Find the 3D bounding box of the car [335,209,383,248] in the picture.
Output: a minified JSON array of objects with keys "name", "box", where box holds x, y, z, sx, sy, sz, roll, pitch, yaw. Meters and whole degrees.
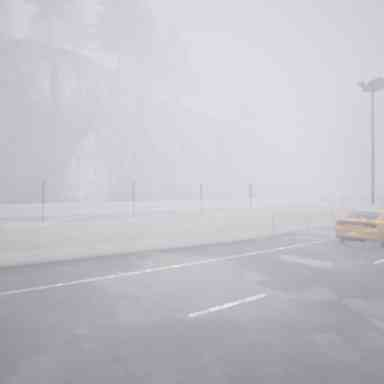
[{"name":"car","box":[8.290,1.485,14.880,5.008,1.535,1.882,0,0,-40]}]
